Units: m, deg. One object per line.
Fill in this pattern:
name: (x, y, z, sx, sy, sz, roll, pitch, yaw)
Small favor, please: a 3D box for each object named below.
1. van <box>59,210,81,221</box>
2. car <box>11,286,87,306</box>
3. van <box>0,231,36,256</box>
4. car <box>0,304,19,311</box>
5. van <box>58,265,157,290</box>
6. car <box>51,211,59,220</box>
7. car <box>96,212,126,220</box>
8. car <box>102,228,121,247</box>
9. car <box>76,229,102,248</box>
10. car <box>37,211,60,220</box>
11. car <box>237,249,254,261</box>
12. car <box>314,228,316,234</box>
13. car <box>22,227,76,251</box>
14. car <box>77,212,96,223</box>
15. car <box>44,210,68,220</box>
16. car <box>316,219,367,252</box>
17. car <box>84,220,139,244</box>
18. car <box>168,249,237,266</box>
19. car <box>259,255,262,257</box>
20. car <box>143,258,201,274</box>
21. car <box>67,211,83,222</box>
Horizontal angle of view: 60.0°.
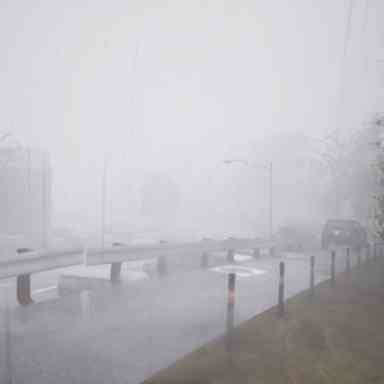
van: (-23.132, 4.636, 64.638, 1.878, 1.987, 4.442, 0, 1, 17)
car: (-5.693, 4.817, 12.728, 4.892, 1.521, 2.231, 1, 1, 16)
van: (-15.791, 4.589, 27.860, 4.442, 1.987, 1.878, -1, 0, 16)
car: (-7.504, 4.680, 10.310, 4.553, 1.767, 2.185, 1, 0, 16)
van: (-3.805, 4.601, 15.149, 4.442, 1.987, 1.878, 1, 0, 16)
car: (-25.477, 4.857, 66.586, 2.097, 1.535, 5.008, 0, 1, 18)
car: (-13.554, 4.620, 57.422, 2.435, 2.045, 5.566, 0, 1, 17)
car: (-10.430, 4.869, 35.019, 4.792, 1.488, 2.163, -1, -1, 16)
car: (-12.169, 4.580, 32.617, 5.566, 2.045, 2.435, -1, -1, 16)
car: (-30.248, 4.893, 70.243, 2.002, 1.452, 4.674, 0, 0, 18)
car: (1.440, 4.601, 22.514, 5.566, 2.045, 2.435, 1, 0, 16)
car: (16.414, 4.607, 39.683, 1.895, 1.301, 4.718, 0, -3, -7)
car: (-13.910, 4.571, 30.224, 5.566, 2.045, 2.435, -1, -1, 16)
car: (-18.276, 4.861, 61.278, 1.946, 1.575, 5.366, 0, 0, 17)
car: (-27.883, 4.730, 68.383, 2.185, 1.767, 4.553, 0, 0, 17)
car: (10.684, 2.947, 23.237, 2.150, 2.045, 5.566, 0, -4, 35)
car: (-8.747, 4.598, 37.403, 5.566, 2.045, 2.435, -1, 0, 16)
car: (-0.392, 4.591, 20.062, 5.566, 2.045, 2.435, 1, 1, 16)
car: (3.213, 4.891, 24.963, 4.792, 1.488, 2.163, 1, 0, 16)
car: (-2.113, 4.709, 17.606, 4.553, 1.767, 2.185, 1, 1, 16)
car: (-20.721, 4.903, 62.923, 2.002, 1.452, 4.674, 0, 0, 17)
